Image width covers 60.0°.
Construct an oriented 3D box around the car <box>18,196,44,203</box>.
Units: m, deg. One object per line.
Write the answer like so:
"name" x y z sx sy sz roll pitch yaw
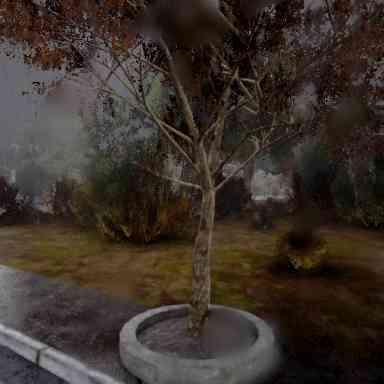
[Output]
"car" -21.842 1.214 45.030 2.033 1.411 5.357 1 0 32
